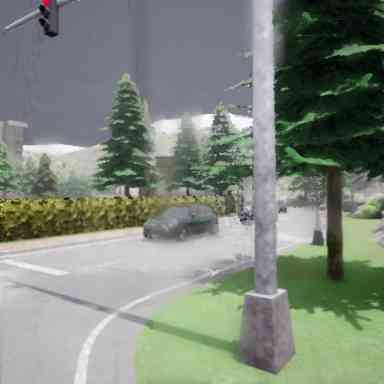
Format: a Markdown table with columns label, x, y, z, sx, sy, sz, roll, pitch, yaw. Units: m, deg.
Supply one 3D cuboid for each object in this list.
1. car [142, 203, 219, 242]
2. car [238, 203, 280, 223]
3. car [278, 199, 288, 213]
| label | x | y | z | sx | sy | sz | roll | pitch | yaw |
| --- | --- | --- | --- | --- | --- | --- | --- | --- | --- |
| car | -0.481 | 1.471 | 17.256 | 2.097 | 1.767 | 4.553 | -1 | 0 | 34 |
| car | 5.189 | 1.722 | 26.184 | 1.895 | 1.301 | 4.718 | -1 | 0 | 28 |
| car | 10.091 | 1.661 | 38.928 | 1.837 | 1.490 | 4.892 | 0 | 0 | 15 |
